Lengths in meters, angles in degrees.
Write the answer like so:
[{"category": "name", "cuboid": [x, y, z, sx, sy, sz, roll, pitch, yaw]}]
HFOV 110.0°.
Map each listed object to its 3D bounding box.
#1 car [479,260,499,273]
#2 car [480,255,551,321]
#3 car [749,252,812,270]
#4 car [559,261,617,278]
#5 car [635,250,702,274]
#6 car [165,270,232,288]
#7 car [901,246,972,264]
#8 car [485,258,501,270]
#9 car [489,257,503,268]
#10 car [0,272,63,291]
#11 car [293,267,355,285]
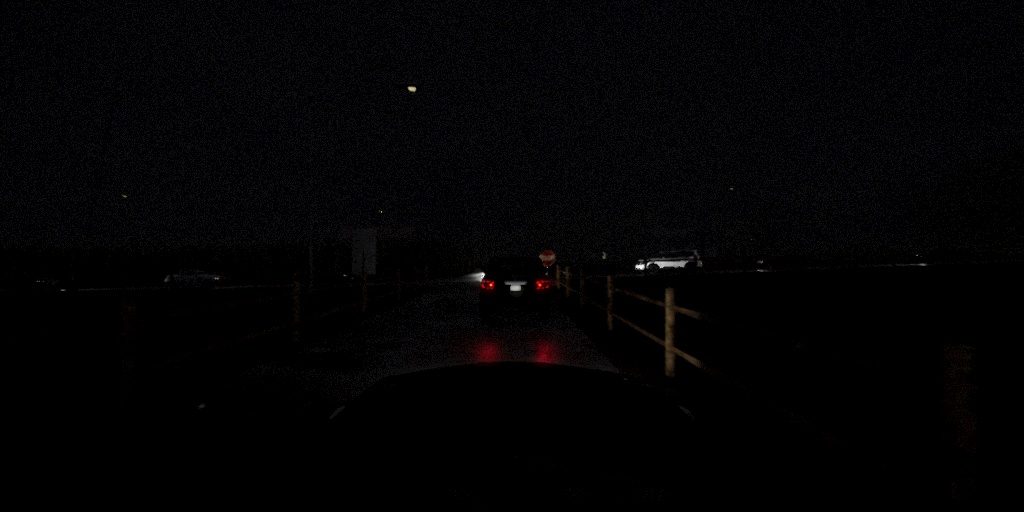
[{"category": "car", "cuboid": [-2.839, 1.266, 44.741, 2.128, 1.511, 4.902, 0, 0, 0]}, {"category": "car", "cuboid": [0.100, 0.989, 12.693, 2.150, 2.045, 5.566, 0, 0, 0]}, {"category": "car", "cuboid": [24.066, 0.416, 32.317, 5.008, 1.535, 1.882, -3, -2, 0]}, {"category": "car", "cuboid": [6.143, 1.069, 29.085, 4.718, 1.301, 1.895, -1, -3, -22]}, {"category": "car", "cuboid": [14.053, 0.543, 32.322, 5.566, 2.045, 2.150, -2, -2, 0]}, {"category": "car", "cuboid": [-25.612, 1.836, 29.340, 4.674, 1.442, 1.812, -1, -2, 0]}, {"category": "car", "cuboid": [38.129, -0.131, 32.309, 5.008, 1.535, 1.882, -2, -2, 0]}, {"category": "car", "cuboid": [-2.820, 1.123, 54.353, 2.097, 1.767, 4.553, 0, 0, 0]}, {"category": "car", "cuboid": [-2.783, 1.124, 62.878, 2.097, 1.767, 4.553, 0, 0, 1]}, {"category": "car", "cuboid": [-39.917, 2.076, 29.352, 4.902, 1.511, 2.128, -1, -2, 0]}, {"category": "car", "cuboid": [-15.378, 1.619, 29.343, 4.674, 1.442, 1.812, -1, -2, 0]}]
